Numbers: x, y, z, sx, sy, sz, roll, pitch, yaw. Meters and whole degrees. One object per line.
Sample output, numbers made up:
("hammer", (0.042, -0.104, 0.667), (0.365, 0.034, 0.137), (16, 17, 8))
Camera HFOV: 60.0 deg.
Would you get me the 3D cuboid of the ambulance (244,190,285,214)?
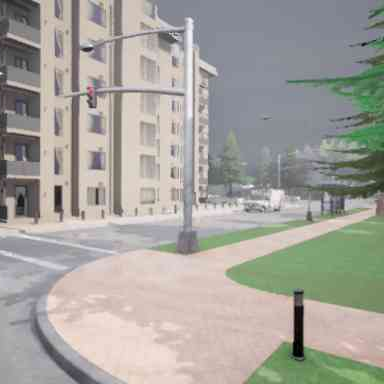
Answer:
("ambulance", (7.799, 0.972, 35.680), (2.351, 2.431, 6.366), (0, 0, 37))
